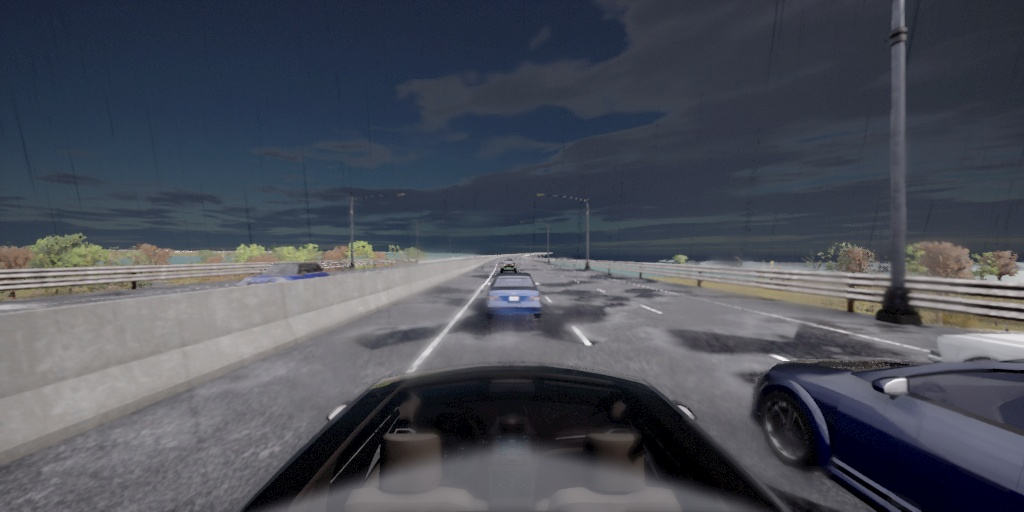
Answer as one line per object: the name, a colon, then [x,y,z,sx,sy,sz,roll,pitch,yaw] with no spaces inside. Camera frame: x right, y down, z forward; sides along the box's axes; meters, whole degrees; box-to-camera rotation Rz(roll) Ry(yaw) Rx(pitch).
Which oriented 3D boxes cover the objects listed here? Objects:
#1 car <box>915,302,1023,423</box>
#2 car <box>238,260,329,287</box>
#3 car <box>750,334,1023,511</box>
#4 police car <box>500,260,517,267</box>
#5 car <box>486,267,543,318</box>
car: [7.092,1.349,3.106,1.895,1.301,4.718,0,0,0]
car: [-10.678,1.104,17.137,2.097,1.767,4.553,0,0,0]
car: [3.591,1.313,2.188,1.994,1.385,4.181,0,0,0]
police car: [-0.427,1.236,43.848,2.038,1.542,4.974,0,0,-1]
car: [0.054,1.298,13.019,2.033,1.411,5.357,0,0,0]
